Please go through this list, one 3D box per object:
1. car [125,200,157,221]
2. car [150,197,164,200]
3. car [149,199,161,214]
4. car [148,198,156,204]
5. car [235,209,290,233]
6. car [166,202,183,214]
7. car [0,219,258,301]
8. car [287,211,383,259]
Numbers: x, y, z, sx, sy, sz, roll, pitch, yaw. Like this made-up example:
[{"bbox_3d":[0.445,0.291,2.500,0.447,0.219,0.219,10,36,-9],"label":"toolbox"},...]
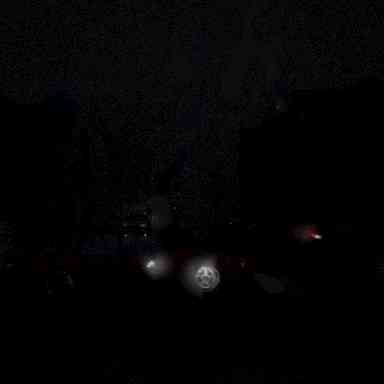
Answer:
[{"bbox_3d":[-4.503,1.756,28.815,1.882,1.535,5.008,-1,-1,0],"label":"car"},{"bbox_3d":[-5.610,1.967,49.698,1.812,1.442,4.674,-1,0,-4],"label":"car"},{"bbox_3d":[-5.010,1.925,39.562,1.994,1.385,4.181,-1,0,-4],"label":"car"},{"bbox_3d":[-10.697,2.330,88.946,1.752,1.417,4.829,1,-1,-4],"label":"car"},{"bbox_3d":[4.207,1.677,18.588,4.674,1.442,1.812,-2,-1,8],"label":"car"},{"bbox_3d":[-2.084,1.874,39.500,2.033,1.411,5.357,-1,0,-3],"label":"car"},{"bbox_3d":[-1.432,1.515,7.743,5.357,1.411,2.033,-1,-2,-4],"label":"car"},{"bbox_3d":[6.385,1.436,11.541,5.357,1.411,2.033,-1,-2,-4],"label":"car"}]
